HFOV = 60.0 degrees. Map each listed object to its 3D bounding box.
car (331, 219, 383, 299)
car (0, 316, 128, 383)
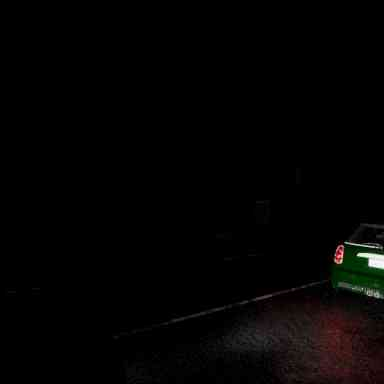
[{"bbox_3d":[5.177,1.352,7.425,4.553,1.767,2.097,0,0,-35],"label":"car"},{"bbox_3d":[-2.740,1.492,1.795,4.902,1.511,2.128,0,0,-36],"label":"car"}]
